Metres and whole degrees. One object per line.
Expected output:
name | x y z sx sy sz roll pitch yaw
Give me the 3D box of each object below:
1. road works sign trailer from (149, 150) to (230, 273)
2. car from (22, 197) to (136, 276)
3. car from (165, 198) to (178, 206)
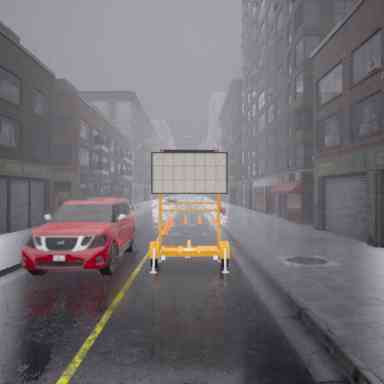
road works sign trailer | -0.080 0.463 10.617 2.380 3.560 2.880 0 0 0
car | -3.179 1.220 10.671 2.150 2.045 5.566 0 0 0
car | -3.424 1.589 55.724 1.895 1.301 4.718 0 0 0
